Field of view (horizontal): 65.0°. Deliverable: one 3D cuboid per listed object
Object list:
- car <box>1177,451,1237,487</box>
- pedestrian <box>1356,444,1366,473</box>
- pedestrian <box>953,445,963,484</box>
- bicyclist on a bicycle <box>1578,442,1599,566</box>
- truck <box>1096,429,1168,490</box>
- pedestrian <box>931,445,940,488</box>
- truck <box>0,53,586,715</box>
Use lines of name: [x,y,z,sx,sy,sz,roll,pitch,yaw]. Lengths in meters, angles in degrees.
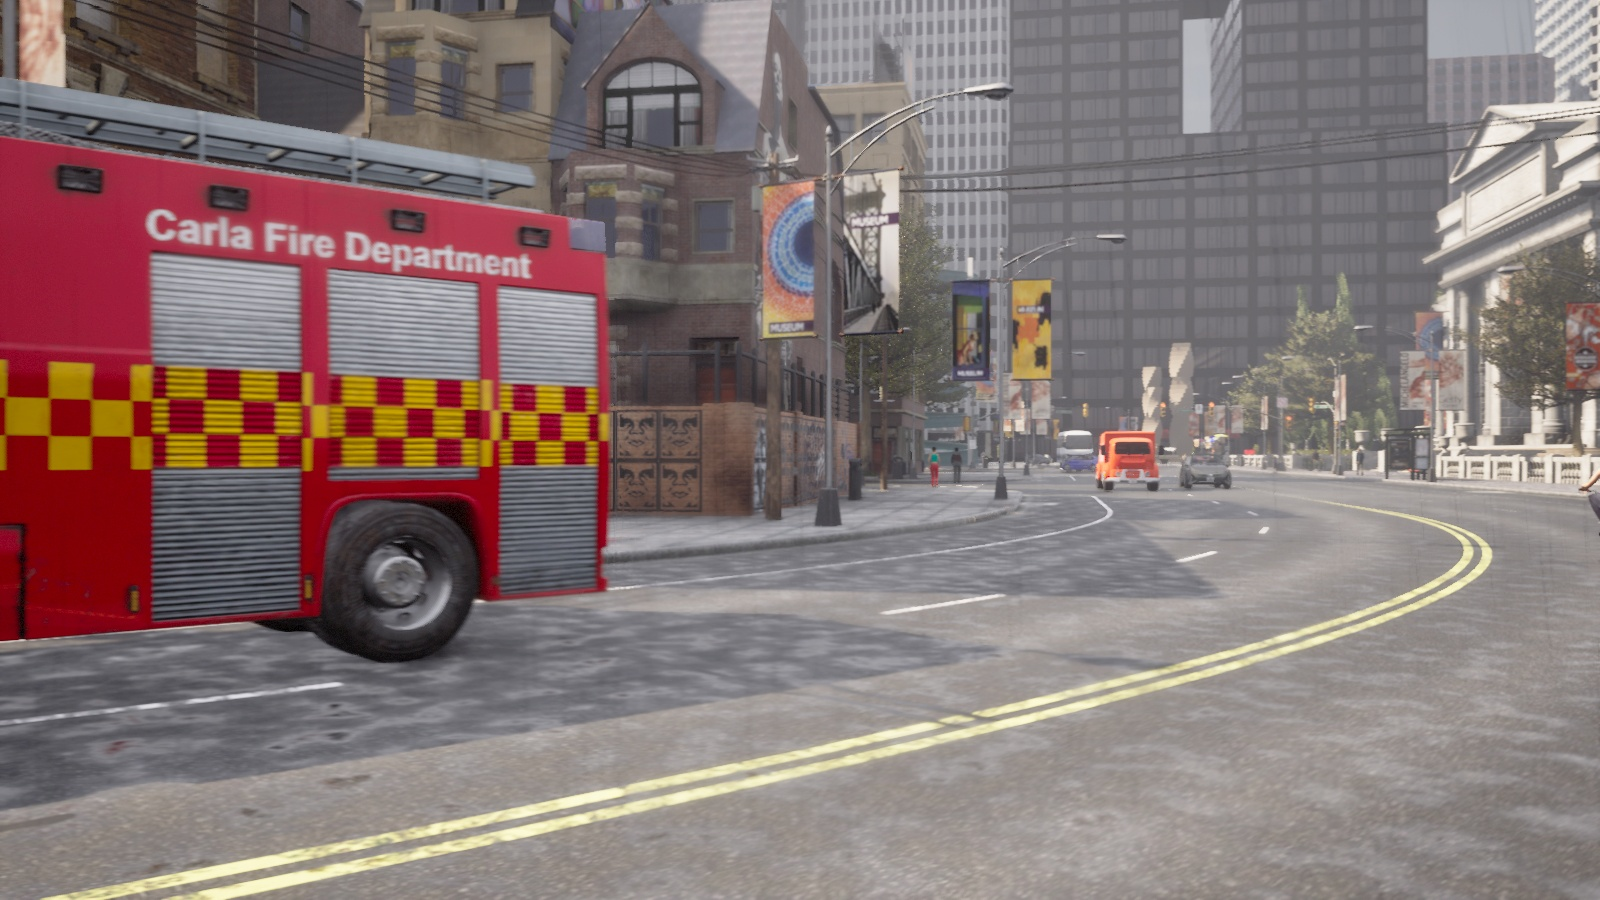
car: [18.071,0.824,55.950,2.007,1.525,4.514,0,0,11]
pedestrian: [36.052,0.565,80.662,0.402,1.842,0.726,0,0,7]
pedestrian: [8.007,0.733,63.532,0.402,1.930,0.666,0,0,17]
bicyclist on a bicycle: [11.020,0.707,16.928,0.866,1.612,1.509,-1,0,31]
truck: [13.915,0.392,52.968,2.627,2.467,5.204,0,0,11]
pedestrian: [5.769,0.708,53.514,0.345,1.836,0.594,0,0,11]
truck: [-5.826,-0.378,8.120,8.468,3.827,2.891,0,0,-41]
